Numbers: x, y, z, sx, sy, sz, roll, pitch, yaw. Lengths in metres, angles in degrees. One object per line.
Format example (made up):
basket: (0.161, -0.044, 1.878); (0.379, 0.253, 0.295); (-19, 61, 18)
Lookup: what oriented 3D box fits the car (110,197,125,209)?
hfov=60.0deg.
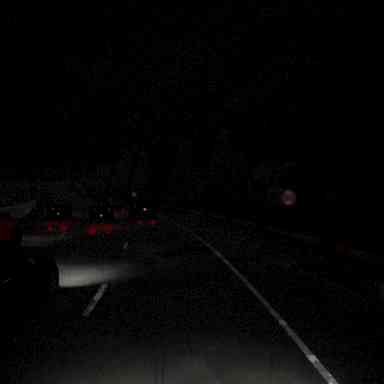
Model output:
car: (-10.832, 1.521, 46.588); (2.097, 1.767, 4.553); (0, 0, -24)

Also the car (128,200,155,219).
car: (-4.586, 1.531, 30.011); (2.033, 1.649, 4.856); (0, 0, -17)

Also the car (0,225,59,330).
car: (-3.735, 1.554, 5.373); (1.812, 1.442, 4.674); (0, 0, -3)

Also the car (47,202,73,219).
car: (-11.957, 1.617, 30.261); (2.128, 1.511, 4.902); (0, 0, -17)

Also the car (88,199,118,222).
car: (-7.575, 1.596, 27.777); (2.128, 1.511, 4.902); (0, 0, -16)

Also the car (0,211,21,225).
car: (-7.740, 1.279, 11.190); (2.150, 2.045, 5.566); (0, 0, -7)
